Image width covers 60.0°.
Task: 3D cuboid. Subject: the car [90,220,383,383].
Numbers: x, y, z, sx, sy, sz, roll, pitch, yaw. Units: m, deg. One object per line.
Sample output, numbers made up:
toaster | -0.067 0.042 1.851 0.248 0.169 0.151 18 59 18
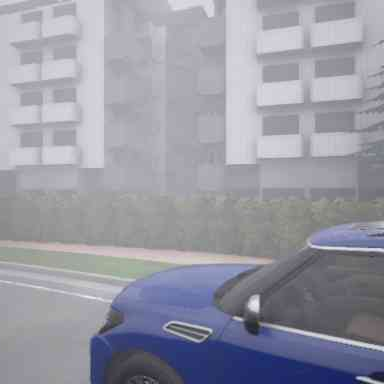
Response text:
car | 1.687 1.222 2.554 5.566 2.045 2.150 0 0 34
